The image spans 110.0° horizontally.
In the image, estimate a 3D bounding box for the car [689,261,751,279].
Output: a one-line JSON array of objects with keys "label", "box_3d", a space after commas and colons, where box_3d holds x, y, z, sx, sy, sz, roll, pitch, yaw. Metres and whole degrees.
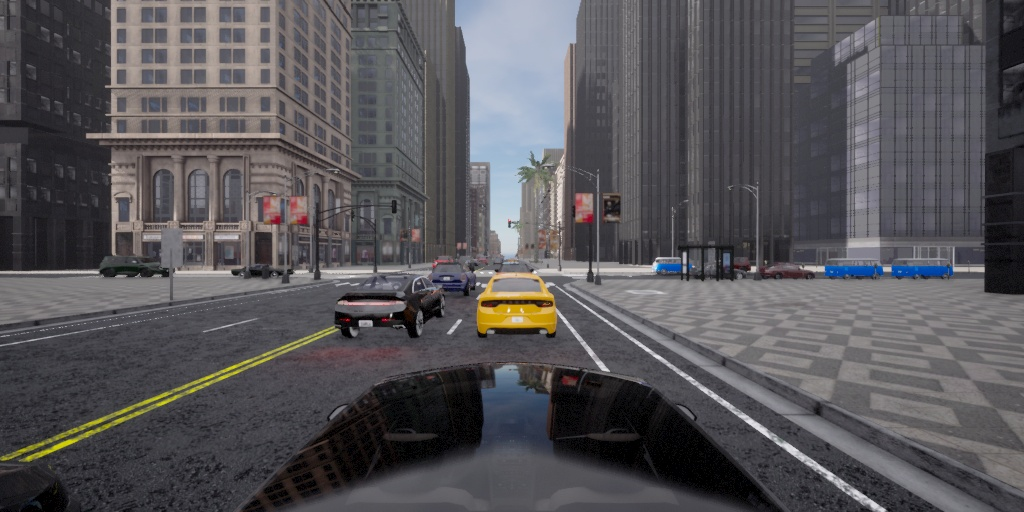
[{"label": "car", "box_3d": [17.107, 1.299, 29.861, 4.403, 1.370, 2.007, 0, 0, 0]}]

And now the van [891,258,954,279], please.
[{"label": "van", "box_3d": [34.139, 1.080, 29.845, 3.998, 1.789, 1.690, 0, 0, 0]}]

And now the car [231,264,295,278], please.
[{"label": "car", "box_3d": [-22.548, 1.375, 32.610, 4.718, 1.301, 1.895, 0, 0, 0]}]

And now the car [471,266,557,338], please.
[{"label": "car", "box_3d": [0.109, 1.227, 10.241, 1.882, 1.535, 5.008, 0, 0, 0]}]

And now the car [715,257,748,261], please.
[{"label": "car", "box_3d": [22.791, 1.035, 38.381, 5.009, 1.841, 2.192, 0, 0, 0]}]

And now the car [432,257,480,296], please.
[{"label": "car", "box_3d": [-3.127, 1.102, 19.290, 2.097, 1.767, 4.553, 0, 0, 0]}]

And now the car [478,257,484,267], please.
[{"label": "car", "box_3d": [-6.495, 1.354, 62.165, 1.895, 1.301, 4.718, 0, 0, 0]}]

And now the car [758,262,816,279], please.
[{"label": "car", "box_3d": [22.785, 1.326, 29.856, 4.207, 1.307, 1.802, 0, 0, 0]}]

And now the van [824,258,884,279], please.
[{"label": "van", "box_3d": [28.462, 1.082, 29.850, 3.998, 1.789, 1.690, 0, 0, 0]}]

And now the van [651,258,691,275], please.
[{"label": "van", "box_3d": [17.114, 1.065, 38.386, 3.998, 1.789, 1.690, 0, 0, 0]}]

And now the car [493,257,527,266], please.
[{"label": "car", "box_3d": [0.123, 1.102, 19.315, 2.097, 1.767, 4.553, 0, 0, 0]}]

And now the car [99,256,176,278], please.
[{"label": "car", "box_3d": [-34.071, 1.010, 32.683, 5.566, 2.045, 2.150, 0, 0, 0]}]

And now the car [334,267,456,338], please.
[{"label": "car", "box_3d": [-3.140, 1.241, 10.151, 2.128, 1.511, 4.902, 0, 0, 0]}]
